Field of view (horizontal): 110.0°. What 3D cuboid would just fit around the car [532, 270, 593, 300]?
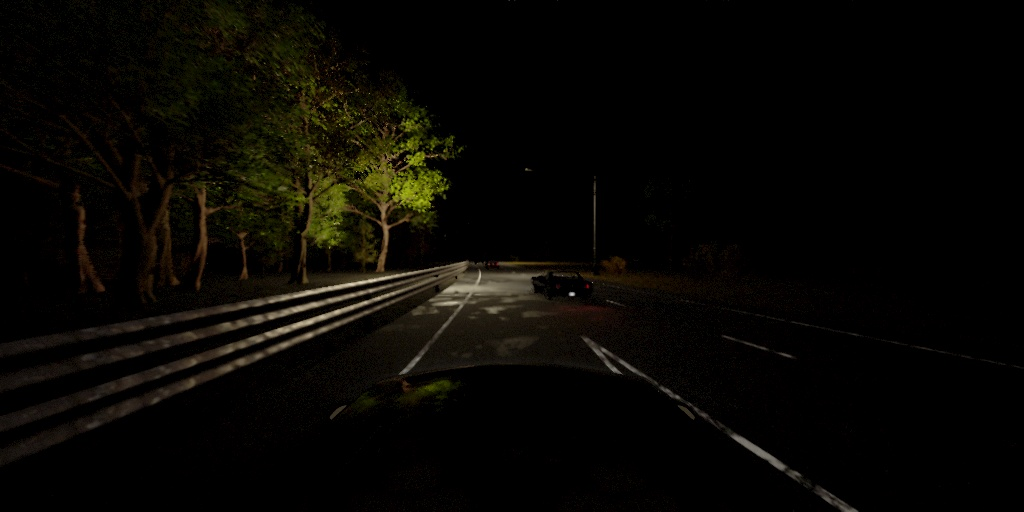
[{"bbox_3d":[2.259,1.341,17.544,1.895,1.301,4.718,0,0,-8],"label":"car"}]

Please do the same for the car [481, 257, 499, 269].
[{"bbox_3d":[-3.075,1.249,54.094,2.033,1.411,5.357,0,0,-8],"label":"car"}]
